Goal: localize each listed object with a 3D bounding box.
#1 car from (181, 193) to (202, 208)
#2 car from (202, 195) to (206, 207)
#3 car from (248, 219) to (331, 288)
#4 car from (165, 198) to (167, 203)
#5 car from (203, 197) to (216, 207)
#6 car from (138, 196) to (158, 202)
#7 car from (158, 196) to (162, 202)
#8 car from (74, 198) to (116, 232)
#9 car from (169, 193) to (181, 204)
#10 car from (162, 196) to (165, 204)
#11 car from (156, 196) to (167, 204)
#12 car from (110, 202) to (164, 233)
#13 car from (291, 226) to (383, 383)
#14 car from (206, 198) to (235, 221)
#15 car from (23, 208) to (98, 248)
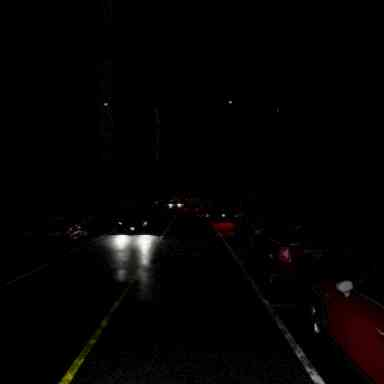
[{"bbox_3d":[-0.001,1.215,49.244,2.150,2.045,5.566,0,0,1],"label":"car"},{"bbox_3d":[2.745,1.518,47.591,1.752,1.417,4.829,0,0,0],"label":"car"},{"bbox_3d":[2.759,1.436,9.225,1.967,1.590,4.097,0,0,0],"label":"car"},{"bbox_3d":[-5.785,1.434,58.330,1.967,1.590,4.097,0,0,0],"label":"car"},{"bbox_3d":[2.743,1.559,52.878,1.947,1.339,4.313,0,0,0],"label":"car"},{"bbox_3d":[-5.778,1.431,41.958,1.967,1.590,4.097,0,0,0],"label":"car"},{"bbox_3d":[-5.780,1.542,47.416,2.008,1.369,4.403,0,0,0],"label":"car"},{"bbox_3d":[-5.770,1.307,20.130,2.192,1.841,5.009,0,0,0],"label":"car"},{"bbox_3d":[-3.052,1.480,61.495,1.882,1.535,5.008,0,0,1],"label":"car"},{"bbox_3d":[-5.782,1.537,52.872,1.887,1.381,4.507,0,0,0],"label":"car"},{"bbox_3d":[-5.787,1.520,63.616,1.752,1.417,4.829,0,0,0],"label":"car"},{"bbox_3d":[-3.108,1.539,20.002,2.033,1.411,5.357,0,0,0],"label":"car"},{"bbox_3d":[2.761,1.439,3.769,1.967,1.590,4.097,0,0,0],"label":"car"},{"bbox_3d":[2.345,1.495,27.142,1.837,1.490,4.892,0,0,0],"label":"car"},{"bbox_3d":[-5.768,1.575,14.673,1.802,1.307,4.206,0,0,0],"label":"car"}]
